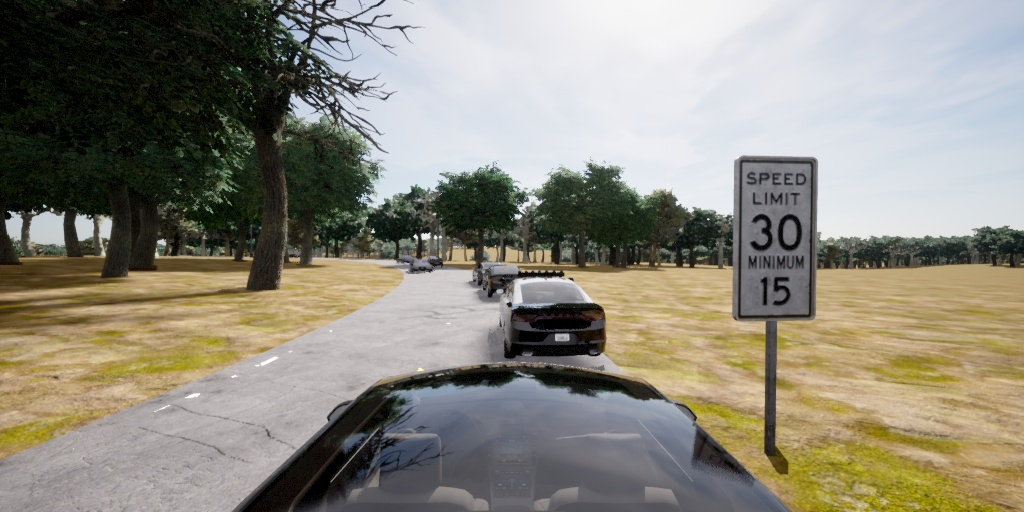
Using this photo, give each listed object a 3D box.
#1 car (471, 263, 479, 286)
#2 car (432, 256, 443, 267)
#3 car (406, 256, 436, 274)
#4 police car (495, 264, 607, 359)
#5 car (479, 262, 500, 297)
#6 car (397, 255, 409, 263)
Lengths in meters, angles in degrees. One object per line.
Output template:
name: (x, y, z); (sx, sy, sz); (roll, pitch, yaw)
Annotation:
car: (-1.615, 1.143, 24.689); (1.837, 1.490, 4.892); (0, 1, -12)
car: (-10.589, 0.703, 47.799); (1.882, 1.535, 5.008); (0, 1, -25)
car: (-9.283, 1.009, 36.404); (1.994, 1.385, 4.181); (0, 1, -20)
police car: (0.675, 1.167, 8.627); (1.930, 1.638, 5.238); (0, 0, -4)
car: (-0.473, 1.174, 18.666); (1.882, 1.535, 5.008); (0, 1, -9)
car: (-18.437, 0.514, 61.886); (1.994, 1.385, 4.181); (-1, 1, -35)
